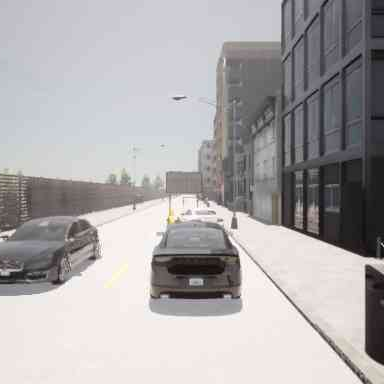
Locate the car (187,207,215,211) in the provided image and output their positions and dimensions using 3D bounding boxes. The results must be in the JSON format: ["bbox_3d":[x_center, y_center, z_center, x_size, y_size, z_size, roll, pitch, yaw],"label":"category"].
[{"bbox_3d":[0.441,1.539,17.851,1.812,1.442,4.674,0,-1,-10],"label":"car"}]

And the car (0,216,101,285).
[{"bbox_3d":[-4.028,1.505,9.585,1.837,1.490,4.892,0,0,0],"label":"car"}]

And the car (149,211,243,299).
[{"bbox_3d":[0.073,1.477,8.500,1.882,1.535,5.008,0,0,0],"label":"car"}]

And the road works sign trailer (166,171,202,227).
[{"bbox_3d":[-0.559,0.464,21.331,2.380,3.560,2.880,0,0,-17],"label":"road works sign trailer"}]
